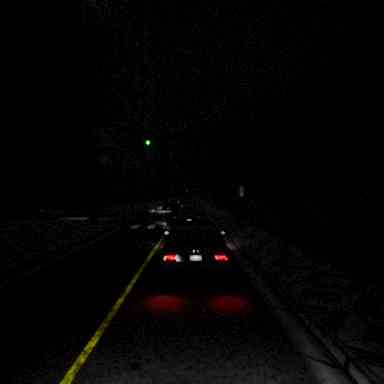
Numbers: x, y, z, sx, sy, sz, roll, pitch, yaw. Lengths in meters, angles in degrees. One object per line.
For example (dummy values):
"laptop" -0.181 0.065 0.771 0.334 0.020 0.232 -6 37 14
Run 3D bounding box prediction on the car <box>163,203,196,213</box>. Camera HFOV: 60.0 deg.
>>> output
"car" -0.587 1.690 22.114 1.994 1.385 4.181 0 0 -10

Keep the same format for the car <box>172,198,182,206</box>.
"car" -3.007 2.027 67.666 1.812 1.442 4.674 0 -1 0

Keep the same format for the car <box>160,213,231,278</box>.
"car" 0.091 1.603 10.285 2.033 1.411 5.357 0 0 0

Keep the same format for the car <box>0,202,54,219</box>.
"car" -15.192 1.628 29.667 5.008 1.535 1.882 0 -2 0

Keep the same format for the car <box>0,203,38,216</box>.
"car" -19.012 1.902 35.519 4.313 1.339 1.947 0 -2 0

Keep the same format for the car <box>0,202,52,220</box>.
"car" -13.546 1.507 27.011 4.097 1.590 1.967 0 -2 -1

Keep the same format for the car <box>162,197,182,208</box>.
"car" -3.060 1.871 47.919 2.033 1.411 5.357 0 0 3
